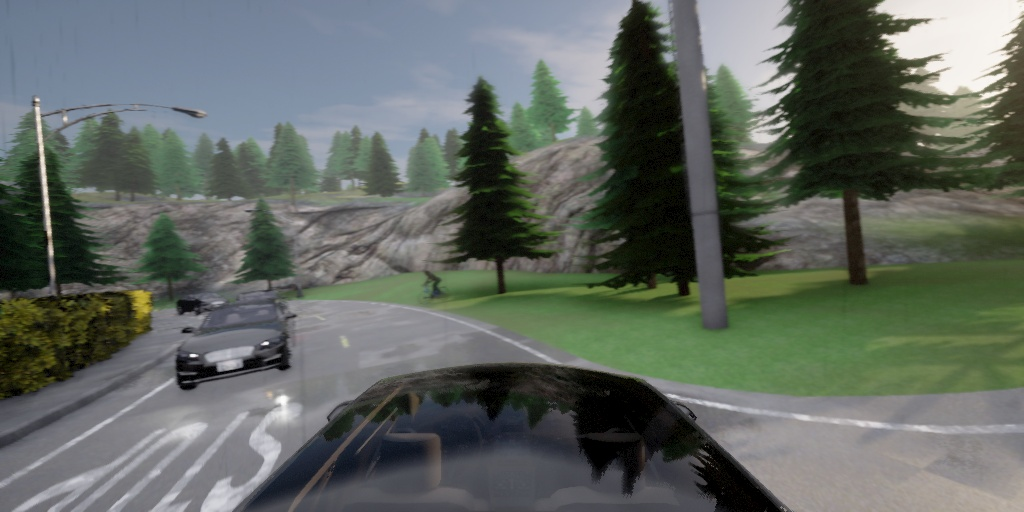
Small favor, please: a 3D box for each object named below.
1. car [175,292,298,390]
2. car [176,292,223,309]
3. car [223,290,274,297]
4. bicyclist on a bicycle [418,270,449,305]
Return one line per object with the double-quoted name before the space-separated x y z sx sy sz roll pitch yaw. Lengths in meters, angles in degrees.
"car" -6.433 1.871 8.765 2.128 1.511 4.902 -5 0 -29
"car" -22.657 3.433 26.246 4.902 1.511 2.128 -5 0 30
"car" -12.278 2.435 17.385 2.128 1.511 4.902 -5 0 -43
"bicyclist on a bicycle" -3.901 1.497 17.607 1.656 1.620 0.582 -11 3 -35
